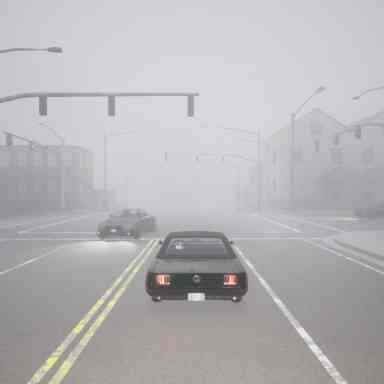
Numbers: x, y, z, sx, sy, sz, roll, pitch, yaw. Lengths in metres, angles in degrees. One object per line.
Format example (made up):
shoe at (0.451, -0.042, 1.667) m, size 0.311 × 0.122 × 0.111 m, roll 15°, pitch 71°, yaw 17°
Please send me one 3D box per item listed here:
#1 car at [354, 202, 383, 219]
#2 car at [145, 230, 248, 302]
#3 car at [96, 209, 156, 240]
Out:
car at (16.025, 1.564, 28.165) m, size 4.181 × 1.385 × 1.994 m, roll 0°, pitch 0°, yaw 0°
car at (0.102, 1.601, 8.199) m, size 1.895 × 1.301 × 4.718 m, roll 0°, pitch 0°, yaw 0°
car at (-3.237, 1.561, 17.052) m, size 1.994 × 1.385 × 4.181 m, roll 0°, pitch 0°, yaw 10°
